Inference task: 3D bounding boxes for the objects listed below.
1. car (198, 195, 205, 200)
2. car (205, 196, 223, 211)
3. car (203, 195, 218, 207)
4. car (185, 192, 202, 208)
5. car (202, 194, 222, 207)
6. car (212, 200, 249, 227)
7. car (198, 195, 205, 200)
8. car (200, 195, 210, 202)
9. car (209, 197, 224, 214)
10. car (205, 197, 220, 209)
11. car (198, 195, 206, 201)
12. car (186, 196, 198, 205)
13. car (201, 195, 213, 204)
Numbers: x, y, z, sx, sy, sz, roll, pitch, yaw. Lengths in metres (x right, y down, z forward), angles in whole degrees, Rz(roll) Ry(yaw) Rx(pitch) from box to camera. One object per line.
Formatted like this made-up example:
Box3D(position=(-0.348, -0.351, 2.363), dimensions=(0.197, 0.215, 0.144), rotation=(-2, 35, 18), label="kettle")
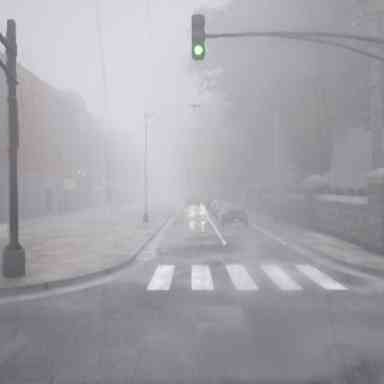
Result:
Box3D(position=(2.668, 1.493, 94.249), dimensions=(2.008, 1.369, 4.403), rotation=(-1, 0, 0), label="car")
Box3D(position=(2.630, 1.425, 32.612), dimensions=(2.008, 1.369, 4.403), rotation=(-1, 0, 0), label="car")
Box3D(position=(2.630, 1.303, 48.962), dimensions=(1.967, 1.590, 4.097), rotation=(-1, 0, 0), label="car")
Box3D(position=(0.060, 1.222, 46.667), dimensions=(2.097, 1.767, 4.553), rotation=(0, 0, 0), label="car")
Box3D(position=(2.626, 1.184, 38.061), dimensions=(2.192, 1.841, 5.009), rotation=(-1, 0, 0), label="car")
Box3D(position=(2.628, 1.447, 21.710), dimensions=(2.008, 1.369, 4.403), rotation=(-1, 0, 0), label="car")
Box3D(position=(2.692, 1.461, 92.275), dimensions=(1.752, 1.417, 4.829), rotation=(-1, 0, 0), label="car")
Box3D(position=(2.764, 1.359, 71.556), dimensions=(1.882, 1.535, 5.008), rotation=(0, 0, 0), label="car")
Box3D(position=(2.629, 1.409, 27.330), dimensions=(1.752, 1.417, 4.829), rotation=(-1, 0, 0), label="car")
Box3D(position=(2.631, 1.390, 43.681), dimensions=(1.752, 1.417, 4.829), rotation=(-1, 0, 0), label="car")
Box3D(position=(2.639, 1.470, 87.114), dimensions=(2.008, 1.369, 4.403), rotation=(-1, 0, 0), label="car")
Box3D(position=(0.011, 1.418, 56.691), dimensions=(2.033, 1.411, 5.357), rotation=(0, 0, 0), label="car")
Box3D(position=(2.632, 1.306, 59.863), dimensions=(1.967, 1.590, 4.097), rotation=(-1, 0, 0), label="car")
